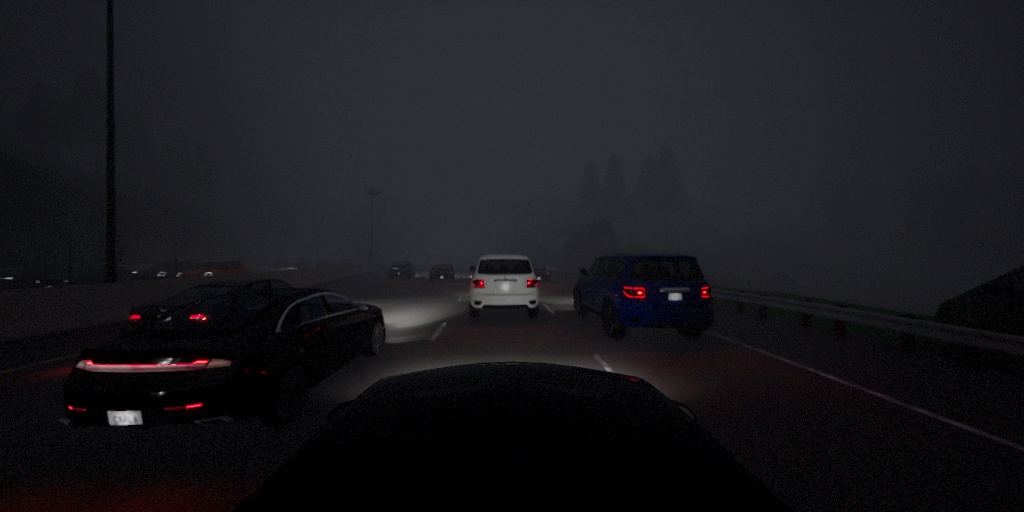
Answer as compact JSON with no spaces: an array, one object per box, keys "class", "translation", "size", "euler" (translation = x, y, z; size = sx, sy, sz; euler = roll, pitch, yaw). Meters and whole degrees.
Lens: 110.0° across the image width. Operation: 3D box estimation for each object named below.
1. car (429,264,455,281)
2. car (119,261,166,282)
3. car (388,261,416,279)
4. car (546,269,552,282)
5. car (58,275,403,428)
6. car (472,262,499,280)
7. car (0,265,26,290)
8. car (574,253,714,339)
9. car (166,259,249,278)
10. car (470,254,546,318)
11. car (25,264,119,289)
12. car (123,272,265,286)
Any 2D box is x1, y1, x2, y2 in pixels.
[{"class":"car","translation":[-5.611,1.300,29.185],"size":[1.895,1.301,4.718],"euler":[0,0,-9]},{"class":"car","translation":[-22.762,1.105,23.991],"size":[2.097,1.767,4.553],"euler":[0,0,-8]},{"class":"car","translation":[-9.504,1.195,31.214],"size":[2.128,1.511,4.902],"euler":[0,0,-9]},{"class":"car","translation":[1.637,1.285,27.923],"size":[1.895,1.301,4.718],"euler":[0,0,-8]},{"class":"car","translation":[-3.546,1.241,5.657],"size":[2.128,1.511,4.902],"euler":[0,0,-1]},{"class":"car","translation":[-2.364,1.251,30.875],"size":[1.994,1.385,4.181],"euler":[0,0,-9]},{"class":"car","translation":[-29.592,1.265,22.361],"size":[2.128,1.511,4.902],"euler":[0,0,-8]},{"class":"car","translation":[3.310,0.943,10.200],"size":[2.150,2.045,5.566],"euler":[0,0,-2]},{"class":"car","translation":[-19.107,1.098,23.080],"size":[2.097,1.767,4.553],"euler":[0,0,-8]},{"class":"car","translation":[-0.357,0.946,13.001],"size":[2.150,2.045,5.566],"euler":[0,0,-4]},{"class":"car","translation":[-26.055,1.312,22.576],"size":[2.033,1.411,5.357],"euler":[0,0,-7]},{"class":"car","translation":[-7.156,1.296,9.774],"size":[2.033,1.411,5.357],"euler":[0,0,-3]}]
